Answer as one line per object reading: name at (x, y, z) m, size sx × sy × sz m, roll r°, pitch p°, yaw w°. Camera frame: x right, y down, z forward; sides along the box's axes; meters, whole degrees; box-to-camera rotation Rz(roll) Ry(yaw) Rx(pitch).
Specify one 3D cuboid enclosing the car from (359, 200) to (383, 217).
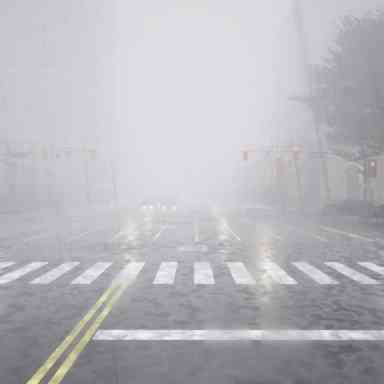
car at (17.865, 1.504, 29.335) m, size 4.892 × 1.490 × 1.837 m, roll 0°, pitch 0°, yaw 0°

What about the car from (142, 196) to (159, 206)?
car at (-7.075, 1.564, 55.322) m, size 1.994 × 1.385 × 4.181 m, roll 0°, pitch 0°, yaw 0°

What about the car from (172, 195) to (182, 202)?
car at (-3.337, 1.525, 76.040) m, size 2.128 × 1.511 × 4.902 m, roll 0°, pitch 0°, yaw 1°

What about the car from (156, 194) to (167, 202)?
car at (-6.843, 1.355, 75.497) m, size 2.097 × 1.767 × 4.553 m, roll 0°, pitch 0°, yaw 1°

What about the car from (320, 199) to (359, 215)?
car at (15.392, 1.491, 33.079) m, size 4.902 × 1.511 × 2.128 m, roll 0°, pitch 0°, yaw 3°

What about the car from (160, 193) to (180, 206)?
car at (-3.576, 1.352, 54.974) m, size 2.097 × 1.767 × 4.553 m, roll 0°, pitch 0°, yaw 0°

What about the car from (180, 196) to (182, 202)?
car at (-3.483, 1.222, 65.677) m, size 2.150 × 2.045 × 5.566 m, roll 0°, pitch 0°, yaw 1°
